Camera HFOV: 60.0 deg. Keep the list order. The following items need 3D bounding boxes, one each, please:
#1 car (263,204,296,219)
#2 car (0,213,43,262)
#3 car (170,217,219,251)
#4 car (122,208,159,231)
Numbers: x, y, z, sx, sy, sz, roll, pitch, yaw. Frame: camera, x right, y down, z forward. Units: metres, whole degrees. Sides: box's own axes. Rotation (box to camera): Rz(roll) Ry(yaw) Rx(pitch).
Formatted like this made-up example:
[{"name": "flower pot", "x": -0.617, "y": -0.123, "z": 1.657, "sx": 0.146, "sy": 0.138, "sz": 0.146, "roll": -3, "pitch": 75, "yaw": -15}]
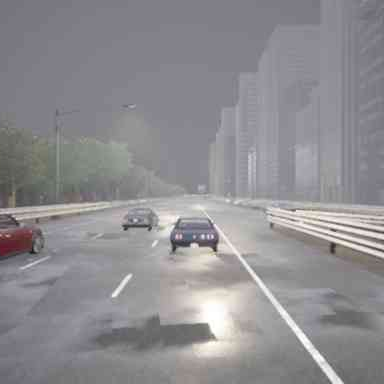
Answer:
[{"name": "car", "x": 9.099, "y": 1.961, "z": 33.880, "sx": 2.033, "sy": 1.411, "sz": 5.357, "roll": 0, "pitch": -1, "yaw": -13}, {"name": "car", "x": -6.901, "y": 1.477, "z": 11.257, "sx": 2.097, "sy": 1.767, "sz": 4.553, "roll": 0, "pitch": -1, "yaw": 0}, {"name": "car", "x": 0.098, "y": 1.766, "z": 14.900, "sx": 1.895, "sy": 1.301, "sz": 4.718, "roll": 0, "pitch": -1, "yaw": 0}, {"name": "car", "x": -3.400, "y": 1.799, "z": 22.549, "sx": 2.033, "sy": 1.411, "sz": 5.357, "roll": 0, "pitch": -1, "yaw": 0}]
